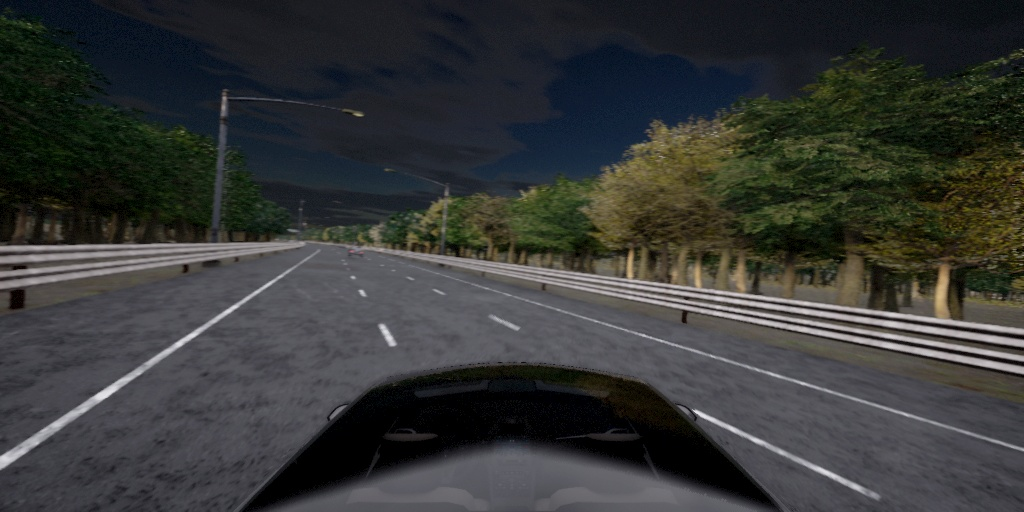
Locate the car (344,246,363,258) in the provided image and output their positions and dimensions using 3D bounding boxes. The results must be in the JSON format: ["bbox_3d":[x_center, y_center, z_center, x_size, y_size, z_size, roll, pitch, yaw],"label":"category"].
[{"bbox_3d":[-21.937,-0.611,50.329,2.033,1.411,5.357,5,0,-27],"label":"car"}]
